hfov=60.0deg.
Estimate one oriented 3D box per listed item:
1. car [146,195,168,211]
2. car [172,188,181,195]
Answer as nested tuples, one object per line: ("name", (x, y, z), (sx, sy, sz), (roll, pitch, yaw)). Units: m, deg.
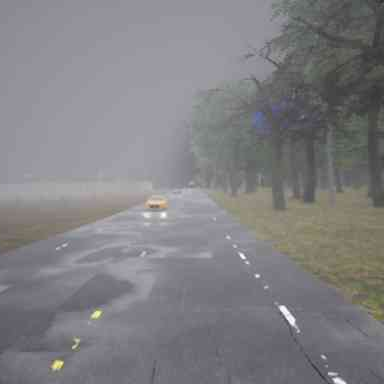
("car", (-3.596, 1.098, 34.595), (1.882, 1.535, 5.008), (0, 1, 0))
("car", (-3.503, -0.176, 76.746), (1.882, 1.535, 5.008), (0, 2, 0))
